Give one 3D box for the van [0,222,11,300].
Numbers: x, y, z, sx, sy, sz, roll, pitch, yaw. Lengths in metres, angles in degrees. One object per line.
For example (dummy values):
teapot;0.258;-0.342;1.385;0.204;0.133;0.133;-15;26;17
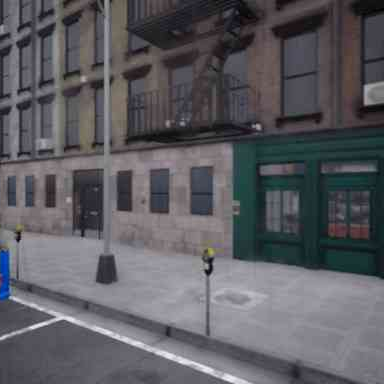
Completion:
van;-5.221;1.331;6.532;3.998;1.788;1.690;0;0;35
